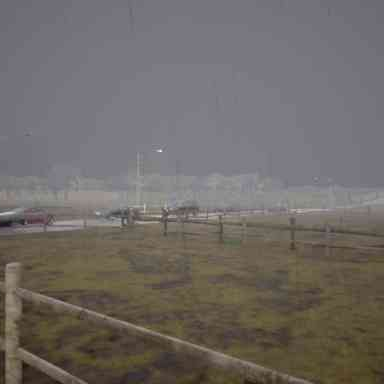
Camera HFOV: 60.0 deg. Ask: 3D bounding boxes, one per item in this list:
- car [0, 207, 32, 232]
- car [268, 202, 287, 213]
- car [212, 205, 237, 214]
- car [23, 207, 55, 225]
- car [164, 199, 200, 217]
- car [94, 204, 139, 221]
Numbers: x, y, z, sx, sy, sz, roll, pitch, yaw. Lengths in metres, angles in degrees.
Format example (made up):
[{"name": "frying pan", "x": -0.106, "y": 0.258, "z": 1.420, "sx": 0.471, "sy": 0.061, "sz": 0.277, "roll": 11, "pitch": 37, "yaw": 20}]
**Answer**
[{"name": "car", "x": -12.573, "y": 1.819, "z": 19.992, "sx": 1.895, "sy": 1.301, "sz": 4.718, "roll": 1, "pitch": -1, "yaw": 35}, {"name": "car", "x": 15.330, "y": 2.769, "z": 59.591, "sx": 2.097, "sy": 1.767, "sz": 4.553, "roll": 1, "pitch": -1, "yaw": 37}, {"name": "car", "x": 4.854, "y": 2.579, "z": 49.752, "sx": 1.895, "sy": 1.301, "sz": 4.718, "roll": 1, "pitch": -1, "yaw": 36}, {"name": "car", "x": -12.566, "y": 1.823, "z": 25.123, "sx": 1.994, "sy": 1.385, "sz": 4.181, "roll": 1, "pitch": -1, "yaw": 36}, {"name": "car", "x": -1.223, "y": 1.928, "z": 41.184, "sx": 2.150, "sy": 2.045, "sz": 5.566, "roll": 1, "pitch": -1, "yaw": 36}, {"name": "car", "x": -7.297, "y": 1.948, "z": 32.586, "sx": 2.128, "sy": 1.511, "sz": 4.902, "roll": 1, "pitch": -1, "yaw": 35}]
